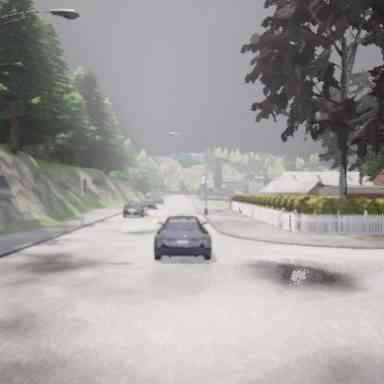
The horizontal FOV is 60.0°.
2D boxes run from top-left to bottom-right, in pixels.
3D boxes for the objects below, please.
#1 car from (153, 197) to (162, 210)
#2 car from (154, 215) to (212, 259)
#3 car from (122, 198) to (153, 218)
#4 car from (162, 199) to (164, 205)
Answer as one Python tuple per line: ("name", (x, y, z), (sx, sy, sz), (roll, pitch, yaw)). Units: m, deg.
("car", (-5.482, 1.534, 43.338), (2.033, 1.411, 5.357), (0, 0, -1))
("car", (-0.350, 1.570, 12.595), (1.994, 1.385, 4.181), (0, 0, -2))
("car", (-5.096, 1.473, 30.412), (2.128, 1.511, 4.902), (0, 0, -1))
("car", (-5.900, 1.558, 58.213), (1.994, 1.385, 4.181), (0, 0, -2))
